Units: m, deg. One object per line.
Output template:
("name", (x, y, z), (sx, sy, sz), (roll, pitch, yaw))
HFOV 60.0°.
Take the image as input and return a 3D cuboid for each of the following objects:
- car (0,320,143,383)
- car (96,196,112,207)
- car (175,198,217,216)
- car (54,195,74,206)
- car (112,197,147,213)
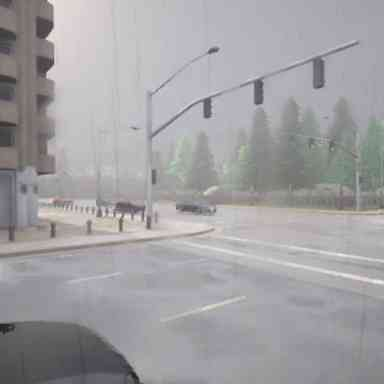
("car", (-2.341, 1.571, 2.064), (4.181, 1.385, 1.994), (-1, 0, -37))
("car", (-12.268, 1.375, 48.015), (2.128, 1.511, 4.902), (-1, 0, -37))
("car", (0.327, 1.371, 31.630), (2.128, 1.511, 4.902), (-1, 0, -38))
("car", (-20.430, 1.268, 52.961), (2.097, 1.767, 4.553), (-1, 0, -37))
("car", (-6.064, 1.391, 34.196), (1.882, 1.535, 5.008), (-1, 0, -38))
